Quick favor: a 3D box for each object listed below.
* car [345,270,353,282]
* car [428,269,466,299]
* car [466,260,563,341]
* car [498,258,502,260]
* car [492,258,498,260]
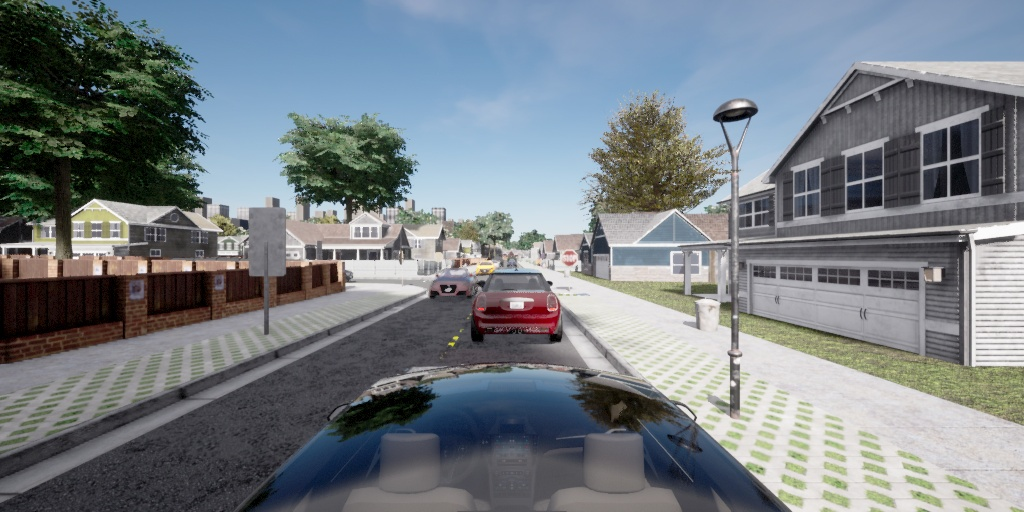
[{"bbox_3d":[-13.554,1.156,25.060,4.674,1.442,1.812,1,0,2],"label":"car"},{"bbox_3d":[-2.846,1.334,18.080,1.994,1.385,4.181,0,0,0],"label":"car"},{"bbox_3d":[0.103,1.108,10.017,2.097,1.767,4.553,0,0,0],"label":"car"},{"bbox_3d":[-2.840,1.373,52.433,1.812,1.442,4.674,0,0,1],"label":"car"},{"bbox_3d":[-2.841,1.294,39.631,1.882,1.535,5.008,0,0,0],"label":"car"}]
